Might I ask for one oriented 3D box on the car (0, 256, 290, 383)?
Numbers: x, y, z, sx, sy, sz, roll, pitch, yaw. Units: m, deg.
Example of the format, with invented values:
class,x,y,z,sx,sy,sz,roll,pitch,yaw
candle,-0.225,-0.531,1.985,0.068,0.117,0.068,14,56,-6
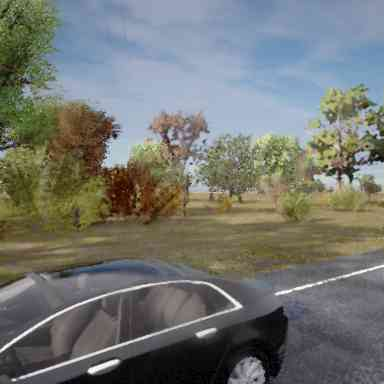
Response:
class,x,y,z,sx,sy,sz,roll,pitch,yaw
car,-1.115,1.509,3.210,4.892,1.490,1.837,0,0,-36
